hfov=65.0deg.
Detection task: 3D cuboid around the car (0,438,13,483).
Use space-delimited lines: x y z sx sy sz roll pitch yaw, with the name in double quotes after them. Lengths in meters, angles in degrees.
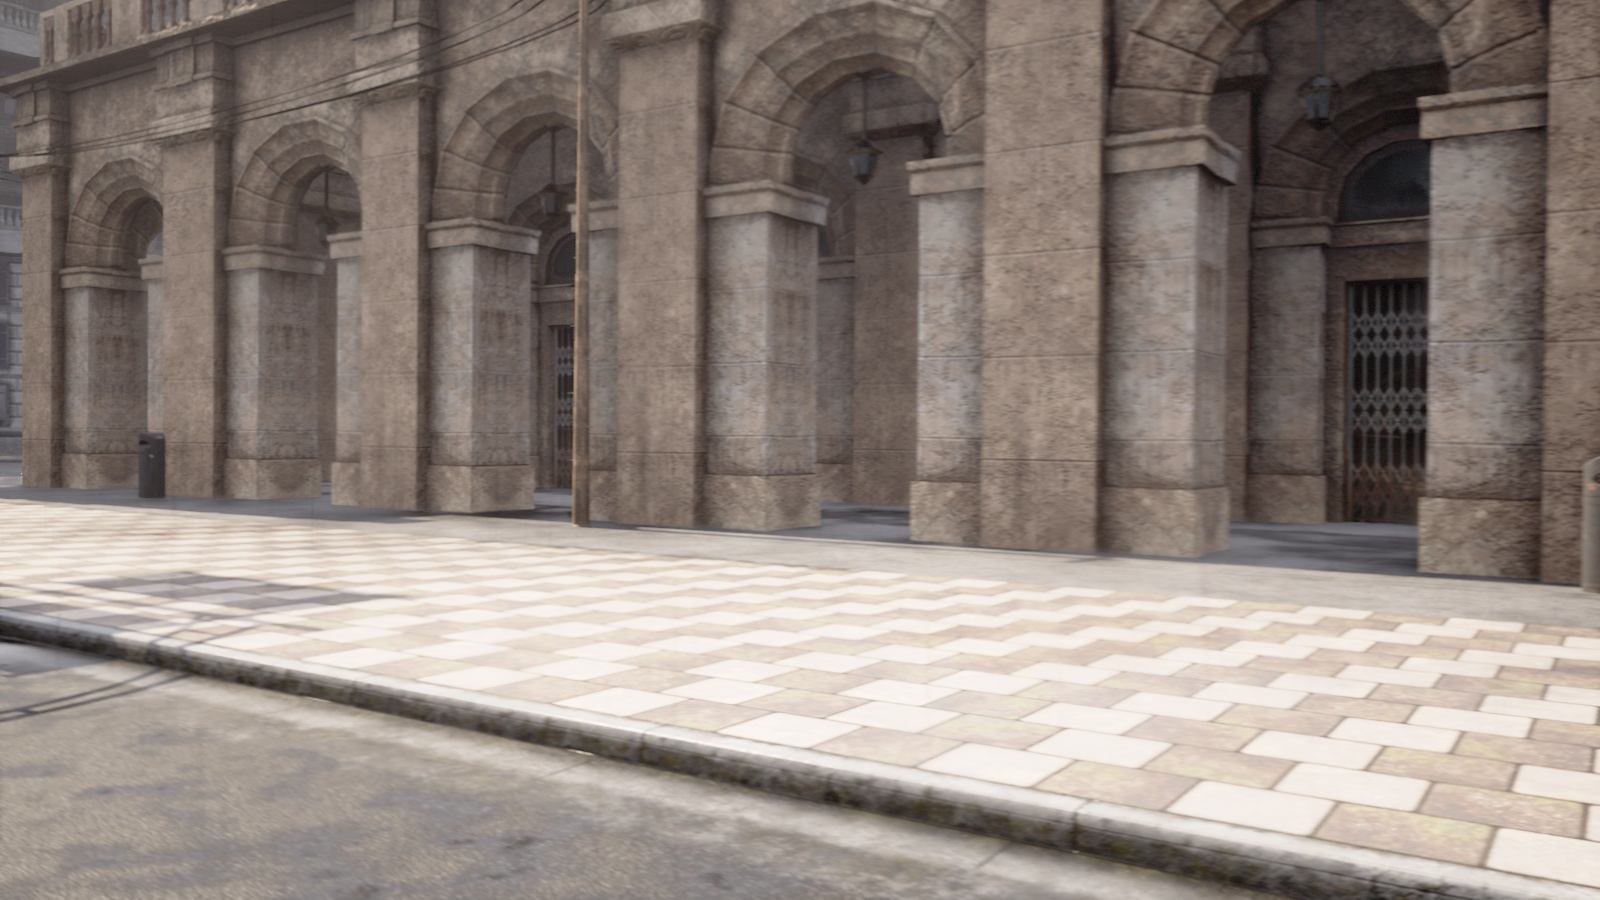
-28.705 0.392 40.725 2.128 1.511 4.902 0 1 33 "car"
